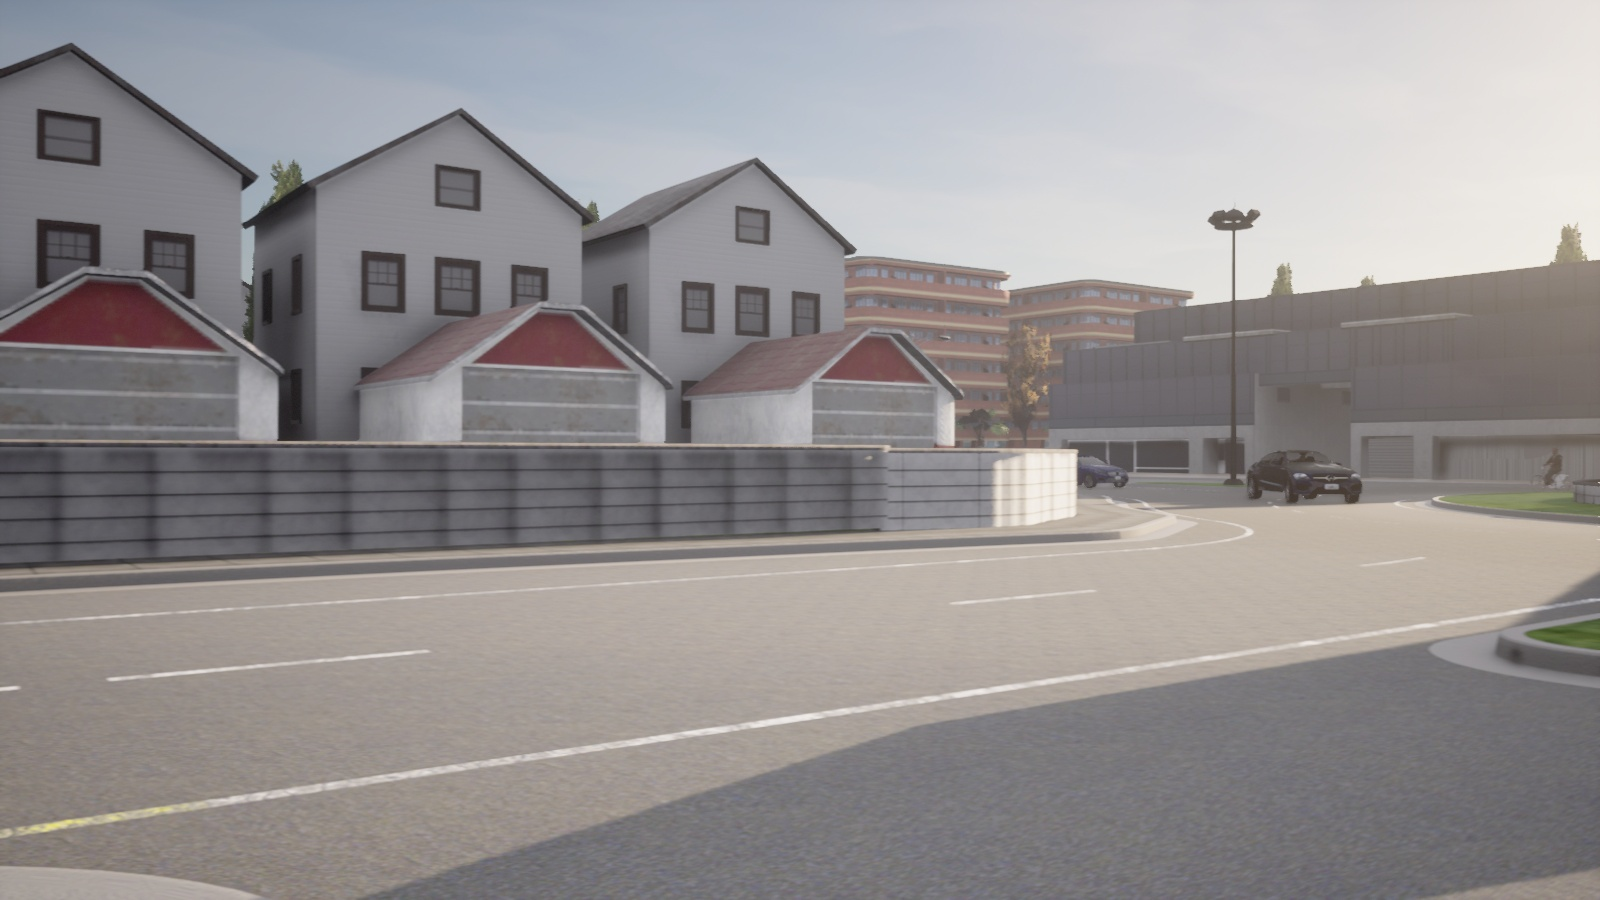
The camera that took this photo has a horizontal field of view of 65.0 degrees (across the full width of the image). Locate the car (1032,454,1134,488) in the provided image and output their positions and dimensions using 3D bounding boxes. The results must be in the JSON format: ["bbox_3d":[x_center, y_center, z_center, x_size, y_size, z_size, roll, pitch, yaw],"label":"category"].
[{"bbox_3d":[12.394,0.880,55.233,1.812,1.442,4.674,0,0,-27],"label":"car"}]

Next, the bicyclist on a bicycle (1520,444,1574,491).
[{"bbox_3d":[28.966,0.673,48.677,1.843,1.776,0.659,0,1,-13],"label":"bicyclist on a bicycle"}]

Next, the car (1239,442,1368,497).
[{"bbox_3d":[15.844,0.588,39.835,2.152,1.651,5.027,0,0,1],"label":"car"}]
